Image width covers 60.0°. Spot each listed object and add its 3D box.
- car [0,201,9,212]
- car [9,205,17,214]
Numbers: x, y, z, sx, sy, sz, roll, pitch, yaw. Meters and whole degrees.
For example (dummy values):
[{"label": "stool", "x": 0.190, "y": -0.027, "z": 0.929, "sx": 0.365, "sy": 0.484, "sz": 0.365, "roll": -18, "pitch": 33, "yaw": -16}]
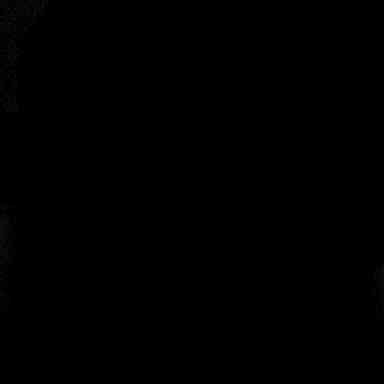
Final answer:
[{"label": "car", "x": -19.347, "y": 1.182, "z": 29.117, "sx": 2.192, "sy": 1.841, "sz": 5.009, "roll": 0, "pitch": -1, "yaw": 36}, {"label": "car", "x": -16.206, "y": 1.525, "z": 33.508, "sx": 1.802, "sy": 1.307, "sz": 4.206, "roll": 0, "pitch": -1, "yaw": 36}]
